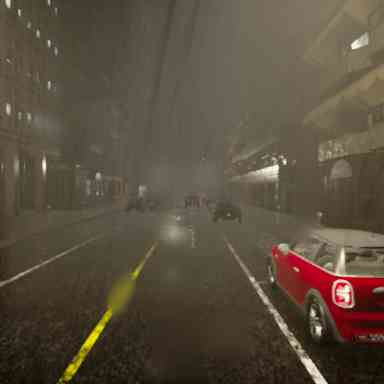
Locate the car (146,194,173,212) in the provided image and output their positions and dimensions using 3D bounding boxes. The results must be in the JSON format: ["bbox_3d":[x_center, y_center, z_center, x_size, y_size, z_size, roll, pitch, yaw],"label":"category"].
[{"bbox_3d":[-3.090,1.101,33.983,2.097,1.767,4.553,0,0,0],"label":"car"}]

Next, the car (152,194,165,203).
[{"bbox_3d":[-5.680,1.116,56.920,1.752,1.417,4.829,0,0,0],"label":"car"}]

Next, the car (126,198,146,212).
[{"bbox_3d":[-5.684,1.311,34.496,1.947,1.339,4.313,0,0,0],"label":"car"}]

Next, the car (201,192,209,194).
[{"bbox_3d":[2.700,1.030,57.088,1.967,1.590,4.097,0,0,0],"label":"car"}]

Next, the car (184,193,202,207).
[{"bbox_3d":[0.036,1.184,43.940,1.837,1.490,4.892,0,0,1],"label":"car"}]

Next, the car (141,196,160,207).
[{"bbox_3d":[-5.682,1.217,45.793,2.008,1.369,4.403,0,0,0],"label":"car"}]

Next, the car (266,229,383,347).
[{"bbox_3d":[2.692,1.392,6.253,1.967,1.590,4.097,0,0,0],"label":"car"}]

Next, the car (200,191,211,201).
[{"bbox_3d":[2.703,0.829,68.384,2.192,1.841,5.009,0,0,0],"label":"car"}]

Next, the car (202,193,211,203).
[{"bbox_3d":[2.699,1.217,45.792,2.008,1.369,4.403,0,0,0],"label":"car"}]

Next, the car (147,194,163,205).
[{"bbox_3d":[-5.681,1.068,51.442,1.967,1.590,4.097,0,0,0],"label":"car"}]

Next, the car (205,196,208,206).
[{"bbox_3d":[2.697,1.311,34.495,1.947,1.339,4.313,0,0,0],"label":"car"}]

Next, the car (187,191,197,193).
[{"bbox_3d":[0.011,0.790,60.268,2.150,2.045,5.566,0,0,0],"label":"car"}]

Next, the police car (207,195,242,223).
[{"bbox_3d":[2.371,1.246,24.018,1.930,1.638,5.238,0,0,0],"label":"police car"}]
